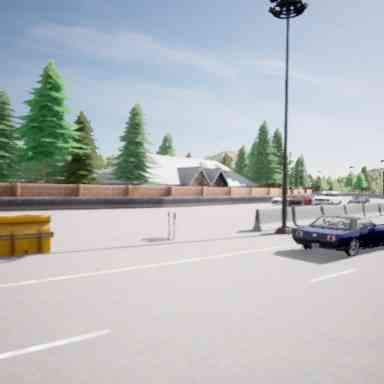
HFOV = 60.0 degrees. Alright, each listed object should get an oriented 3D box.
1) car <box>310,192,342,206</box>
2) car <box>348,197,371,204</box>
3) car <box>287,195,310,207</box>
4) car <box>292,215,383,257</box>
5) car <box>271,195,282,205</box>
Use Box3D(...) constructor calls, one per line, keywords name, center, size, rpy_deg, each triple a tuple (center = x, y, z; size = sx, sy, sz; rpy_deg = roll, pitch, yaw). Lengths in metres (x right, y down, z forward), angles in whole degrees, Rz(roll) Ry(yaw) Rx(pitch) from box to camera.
Box3D(name="car", center=(17.830, 0.988, 43.444), size=(2.150, 2.045, 5.566), rpy_deg=(2, 1, 41))
Box3D(name="car", center=(21.184, 1.329, 42.015), size=(2.128, 1.511, 4.902), rpy_deg=(2, 1, 41))
Box3D(name="car", center=(15.058, 1.173, 45.620), size=(1.882, 1.535, 5.008), rpy_deg=(2, 1, 41))
Box3D(name="car", center=(5.975, 1.540, 12.710), size=(4.718, 1.301, 1.895), rpy_deg=(0, 1, -38))
Box3D(name="car", center=(13.369, 1.153, 49.010), size=(1.812, 1.442, 4.674), rpy_deg=(2, 1, 41))
